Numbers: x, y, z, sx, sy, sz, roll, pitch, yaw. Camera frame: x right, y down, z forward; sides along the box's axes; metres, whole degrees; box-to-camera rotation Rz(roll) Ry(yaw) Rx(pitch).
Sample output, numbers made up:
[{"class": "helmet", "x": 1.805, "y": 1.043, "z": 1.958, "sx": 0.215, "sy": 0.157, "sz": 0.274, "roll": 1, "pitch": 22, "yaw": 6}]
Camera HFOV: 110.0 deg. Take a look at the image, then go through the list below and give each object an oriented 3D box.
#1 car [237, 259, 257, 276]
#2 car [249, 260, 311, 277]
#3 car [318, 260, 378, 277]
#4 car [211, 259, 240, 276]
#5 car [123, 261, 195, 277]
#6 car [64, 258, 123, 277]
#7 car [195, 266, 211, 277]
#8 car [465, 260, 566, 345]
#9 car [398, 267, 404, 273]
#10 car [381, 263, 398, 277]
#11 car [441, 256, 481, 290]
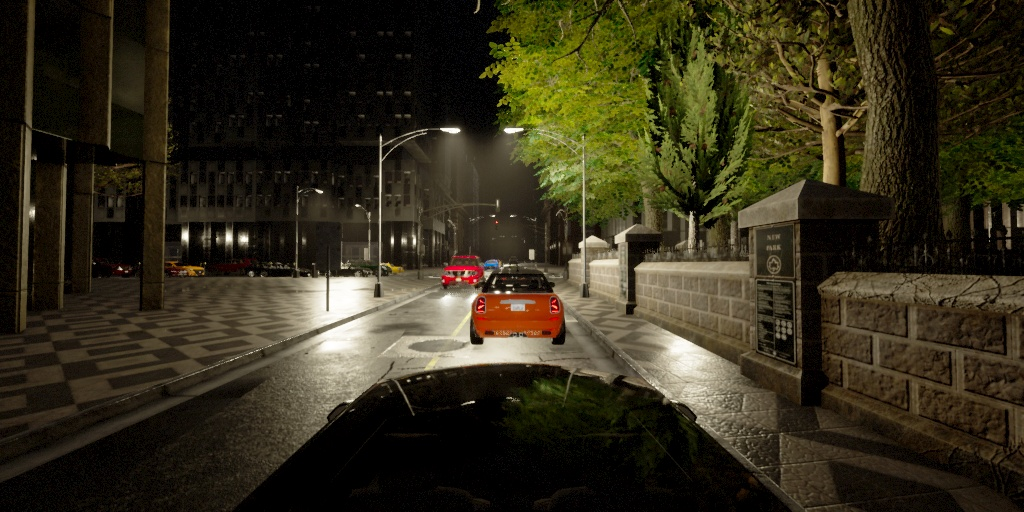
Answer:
[{"class": "car", "x": -22.826, "y": 1.289, "z": 34.215, "sx": 4.892, "sy": 1.490, "sz": 1.837, "roll": 0, "pitch": -1, "yaw": 1}, {"class": "car", "x": -20.023, "y": 1.289, "z": 31.508, "sx": 4.313, "sy": 1.339, "sz": 1.948, "roll": 0, "pitch": 0, "yaw": 1}, {"class": "car", "x": -14.511, "y": 1.267, "z": 31.453, "sx": 4.403, "sy": 1.370, "sz": 2.007, "roll": 0, "pitch": 0, "yaw": 1}, {"class": "car", "x": -30.972, "y": 1.236, "z": 40.140, "sx": 5.009, "sy": 1.841, "sz": 2.192, "roll": 0, "pitch": 0, "yaw": 1}, {"class": "car", "x": -31.049, "y": 1.320, "z": 31.617, "sx": 4.207, "sy": 1.307, "sz": 1.802, "roll": 0, "pitch": 0, "yaw": 1}, {"class": "car", "x": -36.562, "y": 1.061, "z": 31.672, "sx": 5.009, "sy": 1.841, "sz": 2.192, "roll": 0, "pitch": 0, "yaw": 1}, {"class": "car", "x": -32.331, "y": 1.275, "z": 34.317, "sx": 5.008, "sy": 1.535, "sz": 1.882, "roll": 0, "pitch": -1, "yaw": 0}, {"class": "car", "x": 0.128, "y": 1.107, "z": 9.678, "sx": 2.097, "sy": 1.767, "sz": 4.553, "roll": 0, "pitch": 0, "yaw": 0}, {"class": "car", "x": -14.605, "y": 1.425, "z": 39.978, "sx": 4.829, "sy": 1.417, "sz": 1.751, "roll": 0, "pitch": 0, "yaw": 1}, {"class": "car", "x": -13.742, "y": 1.125, "z": 34.126, "sx": 4.553, "sy": 1.767, "sz": 2.097, "roll": 0, "pitch": -1, "yaw": 0}, {"class": "car", "x": -3.009, "y": 0.993, "z": 23.061, "sx": 2.150, "sy": 2.045, "sz": 5.566, "roll": 0, "pitch": 0, "yaw": 0}]
